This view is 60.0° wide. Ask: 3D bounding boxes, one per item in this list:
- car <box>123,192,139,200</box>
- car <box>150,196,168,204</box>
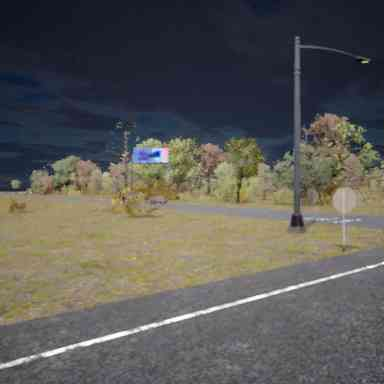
[{"bbox_3d":[-11.414,0.979,64.453,2.150,2.045,5.566,0,0,-34],"label":"car"},{"bbox_3d":[-5.827,1.343,56.142,1.994,1.385,4.181,0,0,-33],"label":"car"}]
